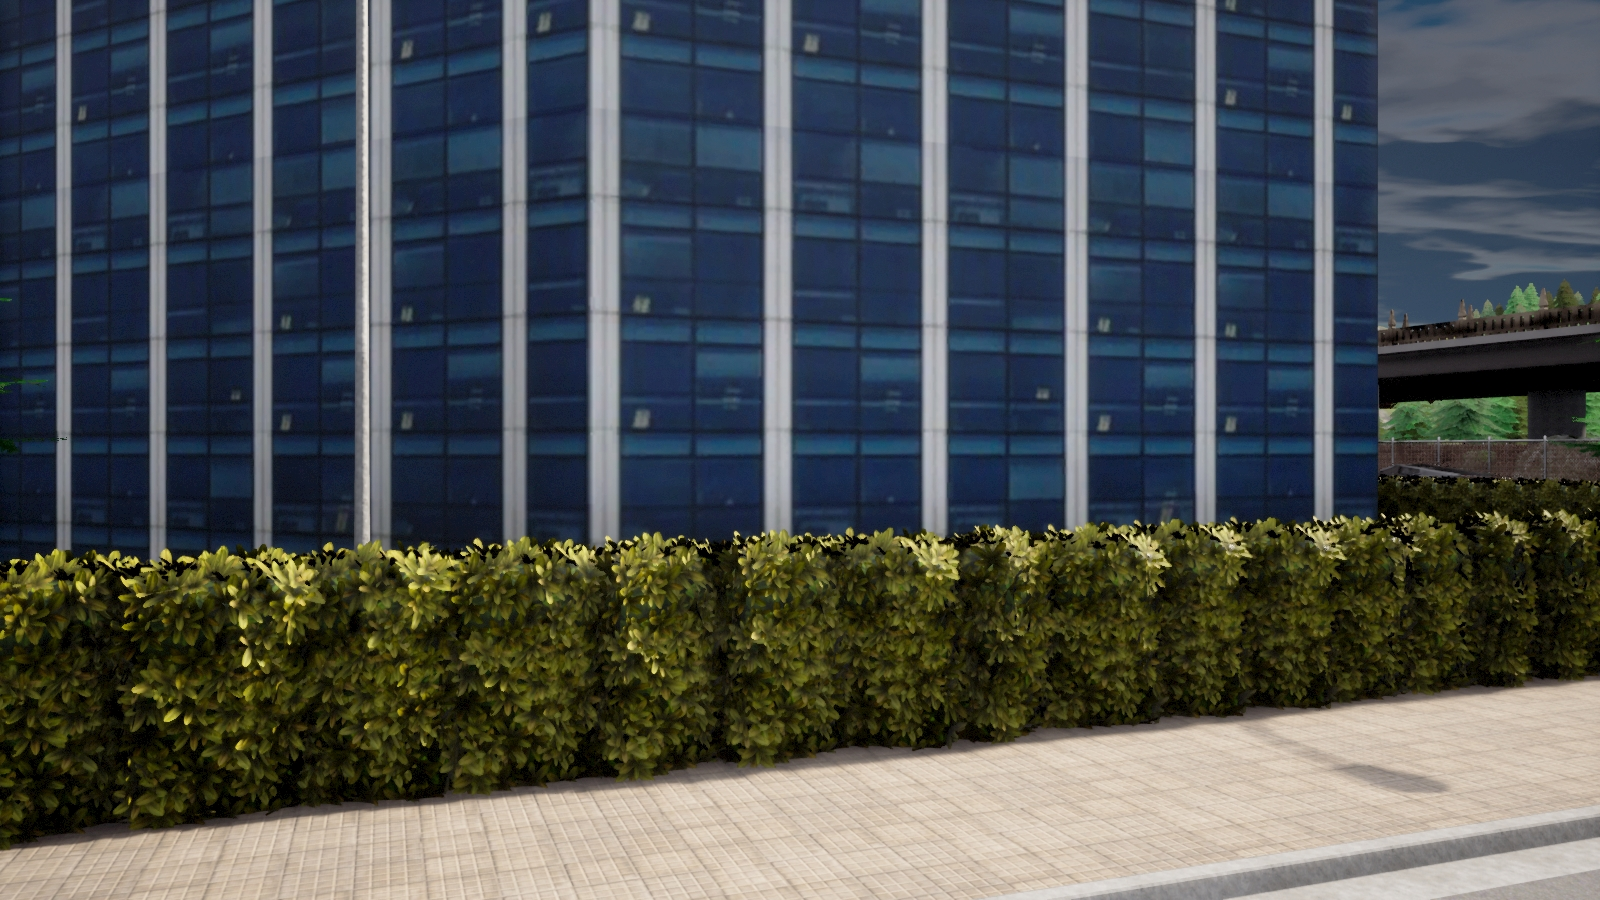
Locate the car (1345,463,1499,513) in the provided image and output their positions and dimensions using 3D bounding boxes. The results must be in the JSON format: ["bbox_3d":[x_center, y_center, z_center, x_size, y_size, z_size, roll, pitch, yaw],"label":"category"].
[{"bbox_3d":[28.794,1.700,53.187,2.390,2.098,6.274,0,0,-20],"label":"car"}]
